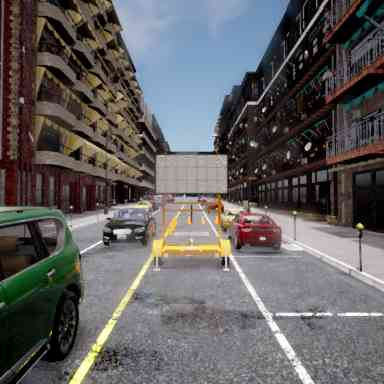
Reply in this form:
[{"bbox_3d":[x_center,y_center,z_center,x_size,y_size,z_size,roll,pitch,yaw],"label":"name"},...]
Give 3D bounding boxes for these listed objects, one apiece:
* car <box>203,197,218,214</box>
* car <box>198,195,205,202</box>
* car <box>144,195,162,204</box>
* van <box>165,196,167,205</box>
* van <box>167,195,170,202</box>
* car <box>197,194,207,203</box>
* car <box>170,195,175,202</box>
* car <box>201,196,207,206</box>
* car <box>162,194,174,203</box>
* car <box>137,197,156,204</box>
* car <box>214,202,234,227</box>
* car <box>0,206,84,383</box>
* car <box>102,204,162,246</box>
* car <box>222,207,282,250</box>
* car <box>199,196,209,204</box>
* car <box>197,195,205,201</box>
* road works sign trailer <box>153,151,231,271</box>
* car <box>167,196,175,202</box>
[{"bbox_3d":[2.541,1.608,36.425,1.887,1.381,4.507,1,0,0],"label":"car"},{"bbox_3d":[2.513,1.676,58.548,1.887,1.381,4.507,1,0,0],"label":"car"},{"bbox_3d":[-5.340,1.392,42.010,2.192,1.841,5.009,2,0,0],"label":"car"},{"bbox_3d":[-5.355,1.452,53.069,1.690,1.788,3.998,2,0,0],"label":"van"},{"bbox_3d":[-5.362,1.472,58.601,1.690,1.788,3.998,1,0,0],"label":"van"},{"bbox_3d":[2.456,1.541,80.673,2.192,1.841,5.009,1,0,0],"label":"car"},{"bbox_3d":[-5.376,1.492,69.661,2.192,1.841,5.009,1,0,0],"label":"car"},{"bbox_3d":[2.534,1.628,41.956,2.008,1.369,4.403,1,0,0],"label":"car"},{"bbox_3d":[-5.383,1.516,75.191,2.192,1.841,5.009,1,0,0],"label":"car"},{"bbox_3d":[-5.338,1.588,36.308,1.752,1.417,4.829,2,0,0],"label":"car"},{"bbox_3d":[2.562,1.551,20.004,1.752,1.417,4.829,1,0,0],"label":"car"},{"bbox_3d":[-2.745,1.224,3.005,2.150,2.045,5.566,0,0,0],"label":"car"},{"bbox_3d":[-2.771,1.509,15.506,2.128,1.511,4.902,0,0,0],"label":"car"},{"bbox_3d":[2.569,1.561,14.302,1.887,1.381,4.507,1,0,0],"label":"car"},{"bbox_3d":[2.509,1.616,69.610,1.967,1.590,4.097,1,0,0],"label":"car"},{"bbox_3d":[2.439,1.723,91.735,1.967,1.590,4.097,1,0,0],"label":"car"},{"bbox_3d":[-0.012,0.475,10.965,2.380,3.560,2.880,0,0,0],"label":"road works sign trailer"},{"bbox_3d":[-5.403,1.819,86.253,1.947,1.339,4.313,1,0,0],"label":"car"}]
